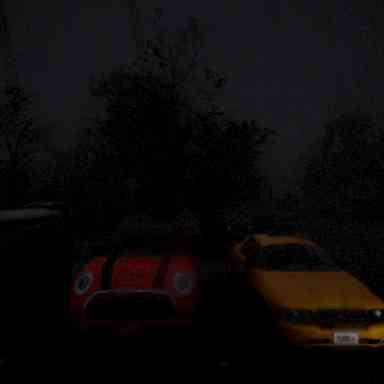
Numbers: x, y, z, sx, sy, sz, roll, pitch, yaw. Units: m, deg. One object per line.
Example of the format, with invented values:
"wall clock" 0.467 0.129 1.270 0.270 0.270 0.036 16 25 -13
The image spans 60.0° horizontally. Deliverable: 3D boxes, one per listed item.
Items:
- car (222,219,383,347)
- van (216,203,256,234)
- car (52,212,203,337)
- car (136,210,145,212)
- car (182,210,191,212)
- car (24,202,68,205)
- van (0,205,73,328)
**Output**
"car" 1.969 1.614 7.005 1.946 1.575 5.366 0 -1 -1
"van" 2.454 1.626 19.351 1.878 1.987 4.442 0 -1 -1
"car" -0.951 1.484 7.185 2.185 1.767 4.553 0 -1 -1
"car" -3.005 1.840 19.577 1.946 1.575 5.366 0 -1 -1
"car" -0.344 1.844 19.612 1.946 1.575 5.366 0 -1 -1
"car" -8.720 1.600 19.292 2.435 2.045 5.566 -1 -1 -1
"van" -3.990 1.386 7.232 1.878 1.987 4.442 0 -1 -1
